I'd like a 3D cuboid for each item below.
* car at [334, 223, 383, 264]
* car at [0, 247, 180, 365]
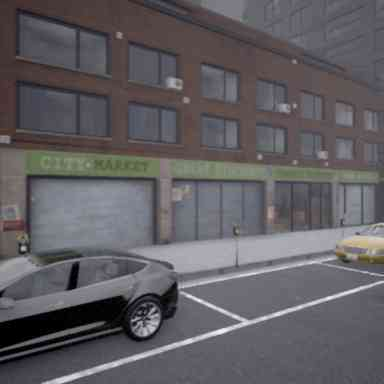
[{"bbox_3d":[6.754,1.638,11.360,4.829,1.417,1.752,1,-1,-35],"label":"car"},{"bbox_3d":[-2.202,1.575,4.971,4.313,1.339,1.947,1,-1,-35],"label":"car"}]
